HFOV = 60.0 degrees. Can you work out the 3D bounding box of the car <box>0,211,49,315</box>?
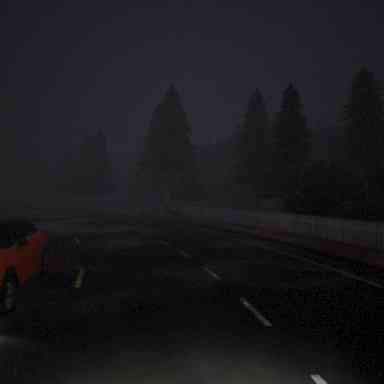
[{"bbox_3d":[-4.668,1.388,7.335,2.097,1.767,4.553,0,0,-12],"label":"car"}]
